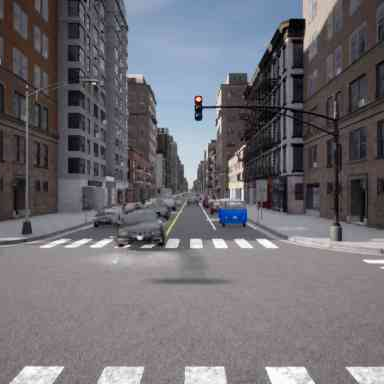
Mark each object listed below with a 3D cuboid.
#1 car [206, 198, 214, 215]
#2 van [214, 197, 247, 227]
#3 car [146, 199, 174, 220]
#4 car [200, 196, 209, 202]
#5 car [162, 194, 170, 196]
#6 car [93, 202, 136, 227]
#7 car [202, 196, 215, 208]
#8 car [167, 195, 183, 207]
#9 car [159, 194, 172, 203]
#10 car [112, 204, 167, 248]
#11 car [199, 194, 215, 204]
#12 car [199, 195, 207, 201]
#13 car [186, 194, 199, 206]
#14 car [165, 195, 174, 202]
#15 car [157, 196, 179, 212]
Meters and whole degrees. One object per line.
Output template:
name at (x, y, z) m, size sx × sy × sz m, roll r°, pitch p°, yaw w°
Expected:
car at (2.676, 1.581, 33.851) m, size 1.802 × 1.307 × 4.206 m, roll 0°, pitch 0°, yaw 0°
van at (2.663, 1.340, 22.489) m, size 1.690 × 1.788 × 3.998 m, roll 0°, pitch 0°, yaw 0°
car at (-2.817, 1.561, 27.595) m, size 1.994 × 1.385 × 4.181 m, roll 0°, pitch 0°, yaw 0°
car at (2.722, 1.525, 73.620) m, size 2.008 × 1.369 × 4.403 m, roll 0°, pitch 0°, yaw 0°
car at (-5.316, 1.549, 62.262) m, size 1.947 × 1.339 × 4.313 m, roll 0°, pitch 0°, yaw 0°
car at (-5.362, 1.550, 22.490) m, size 2.008 × 1.369 × 4.403 m, roll 0°, pitch 0°, yaw 0°
car at (2.689, 1.577, 45.214) m, size 1.802 × 1.307 × 4.206 m, roll 0°, pitch 0°, yaw 0°
car at (-2.739, 1.591, 52.074) m, size 1.895 × 1.301 × 4.718 m, roll 0°, pitch 0°, yaw 1°
car at (-5.310, 1.294, 67.944) m, size 2.192 × 1.841 × 5.009 m, roll 0°, pitch 0°, yaw 0°
car at (-2.331, 1.502, 14.944) m, size 1.837 × 1.490 × 4.892 m, roll 0°, pitch 0°, yaw -9°
car at (2.696, 1.306, 50.896) m, size 2.192 × 1.841 × 5.009 m, roll 0°, pitch 0°, yaw 0°
car at (2.735, 1.532, 84.983) m, size 1.947 × 1.339 × 4.313 m, roll 0°, pitch 0°, yaw 0°
car at (0.168, 1.479, 55.387) m, size 2.128 × 1.511 × 4.902 m, roll 0°, pitch 0°, yaw 0°
car at (-5.297, 1.410, 79.308) m, size 1.967 × 1.590 × 4.097 m, roll 0°, pitch 0°, yaw 0°
car at (-2.807, 1.523, 39.352) m, size 1.812 × 1.442 × 4.674 m, roll 0°, pitch 0°, yaw 0°
